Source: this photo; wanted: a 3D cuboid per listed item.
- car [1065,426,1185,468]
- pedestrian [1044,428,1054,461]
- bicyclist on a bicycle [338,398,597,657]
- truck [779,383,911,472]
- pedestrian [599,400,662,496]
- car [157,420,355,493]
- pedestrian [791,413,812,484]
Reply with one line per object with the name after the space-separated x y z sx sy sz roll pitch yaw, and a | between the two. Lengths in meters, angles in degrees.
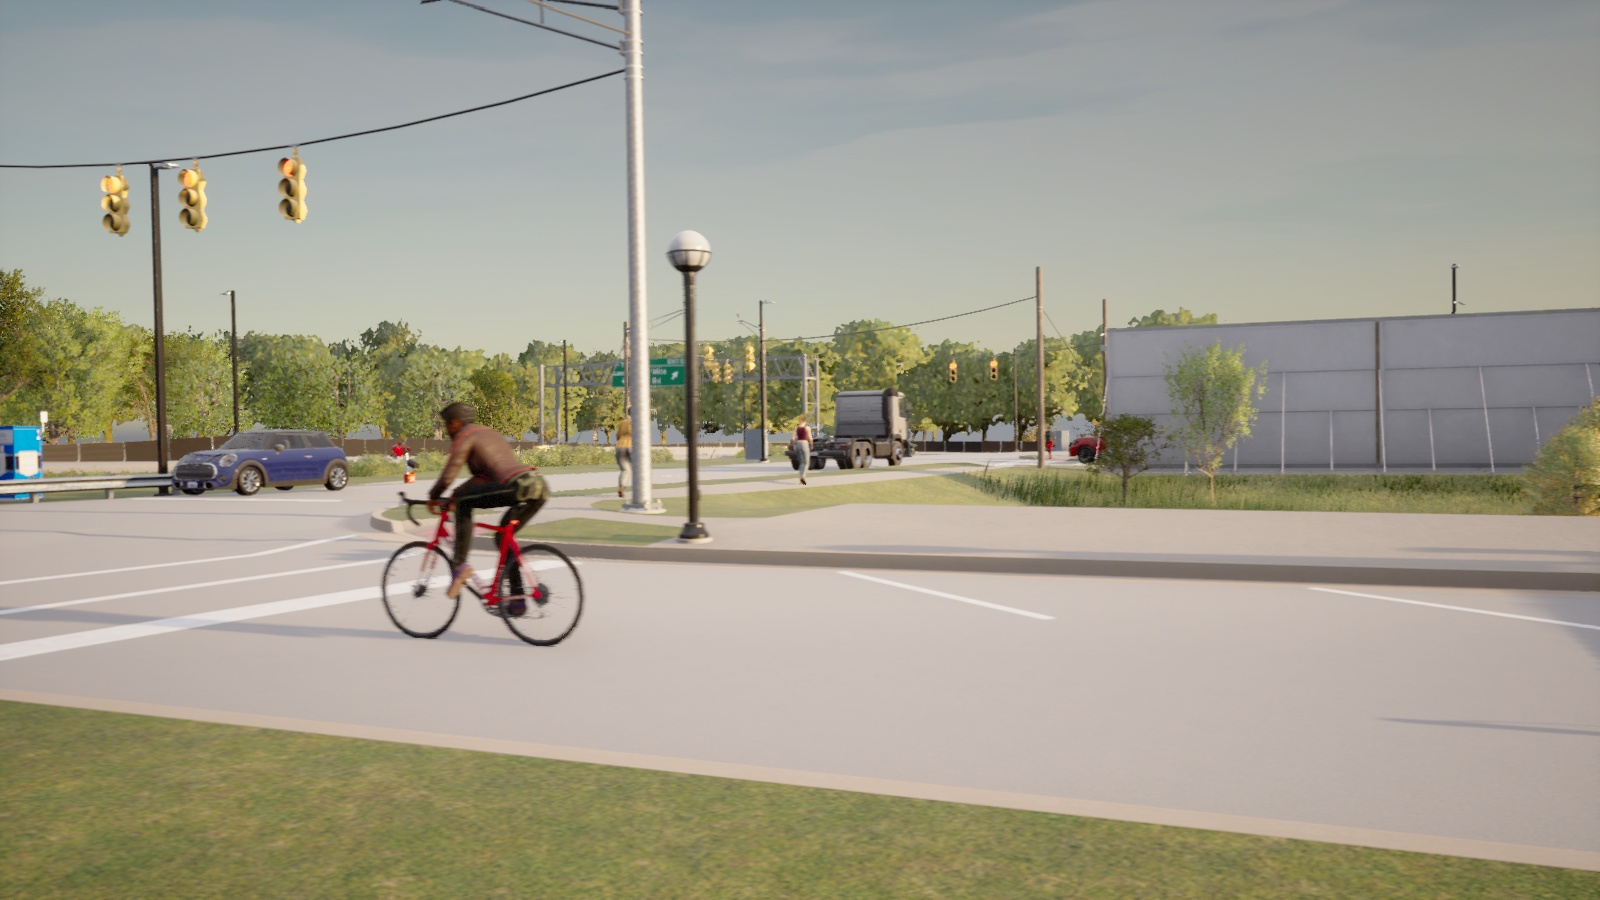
16.600 -0.203 64.148 5.566 2.045 2.150 1 2 29 | car
13.836 -0.309 69.656 0.353 1.847 0.614 0 2 29 | pedestrian
-2.239 0.483 8.439 1.656 1.620 0.582 0 1 22 | bicyclist on a bicycle
2.081 -0.919 53.209 2.891 3.462 7.936 0 1 23 | truck
-3.360 -0.043 24.947 0.874 1.855 0.900 0 1 21 | pedestrian
-14.096 0.143 32.832 2.097 1.767 4.553 0 0 23 | car
0.040 -0.046 33.079 0.345 1.836 0.594 0 1 24 | pedestrian
